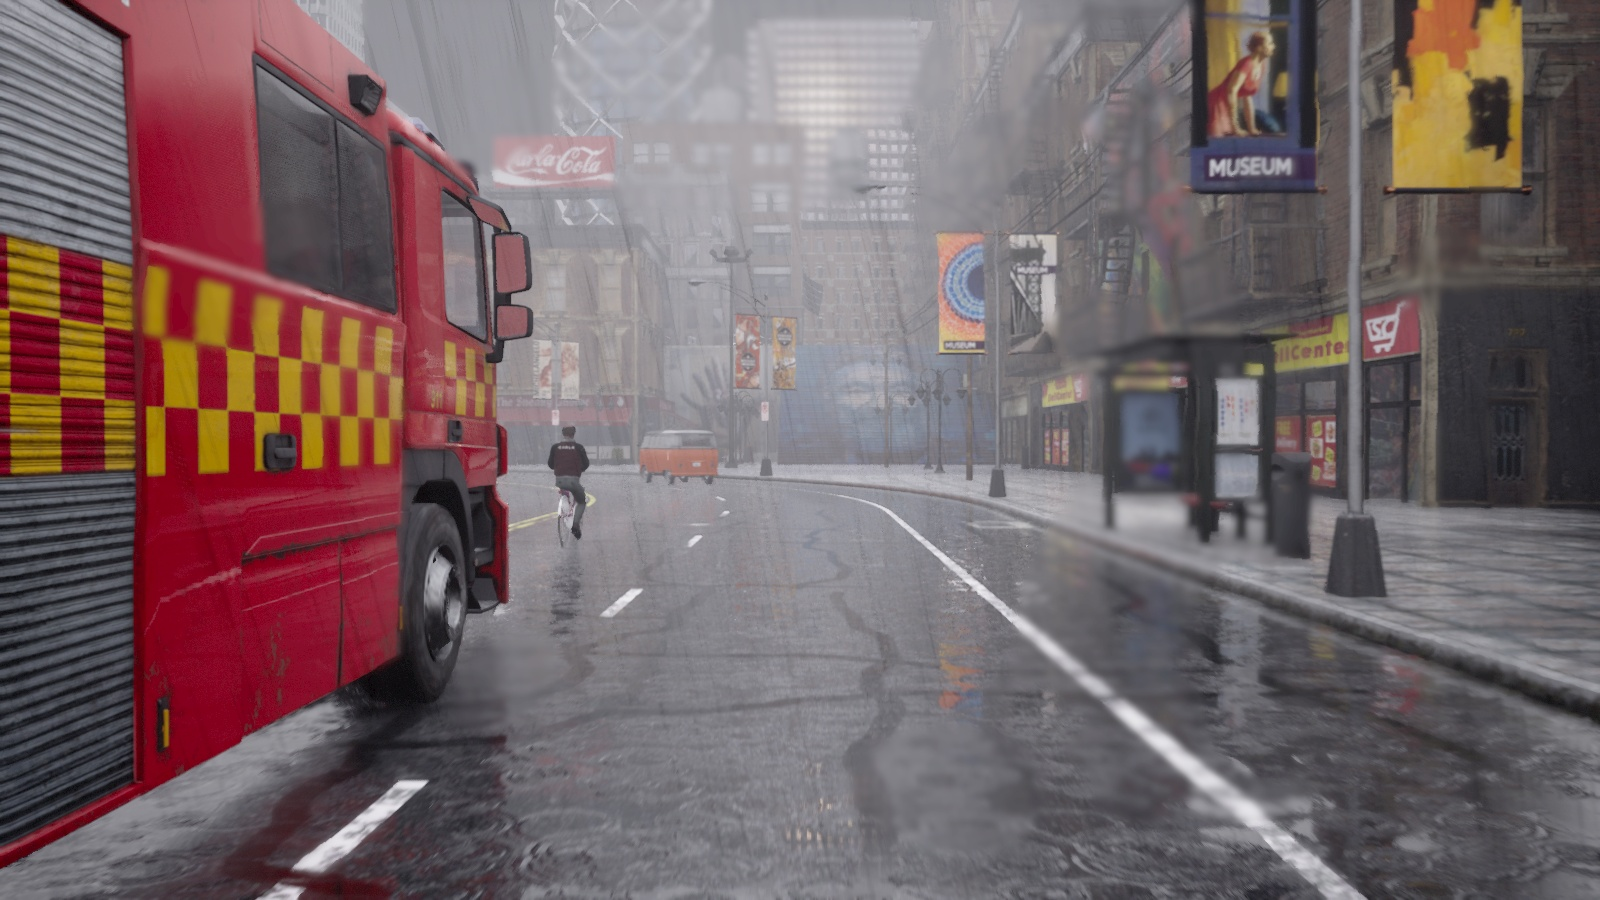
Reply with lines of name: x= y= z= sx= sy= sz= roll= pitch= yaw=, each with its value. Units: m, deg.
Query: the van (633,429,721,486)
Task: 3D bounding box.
van: x=-4.561 y=0.236 z=46.077 sx=1.775 sy=1.987 sz=4.442 roll=0 pitch=0 yaw=-26

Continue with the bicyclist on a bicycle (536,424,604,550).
bicyclist on a bicycle: x=-3.378 y=0.510 z=18.569 sx=0.659 sy=1.776 sz=1.843 roll=0 pitch=1 yaw=0

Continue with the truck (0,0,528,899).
truck: x=-3.455 y=-0.449 z=4.943 sx=2.891 sy=3.827 sz=8.468 roll=0 pitch=0 yaw=0
